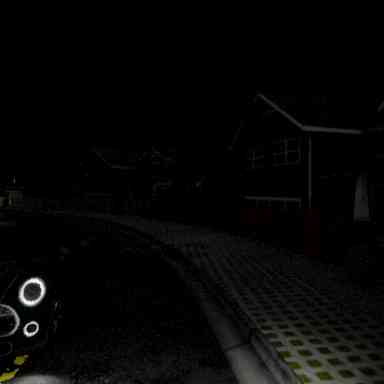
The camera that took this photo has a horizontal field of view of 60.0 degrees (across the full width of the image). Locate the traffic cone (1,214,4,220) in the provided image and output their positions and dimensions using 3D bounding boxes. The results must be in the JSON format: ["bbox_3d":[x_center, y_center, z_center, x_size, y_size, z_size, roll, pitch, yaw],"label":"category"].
[{"bbox_3d":[-13.962,1.906,24.536,0.340,0.580,0.340,0,0,-40],"label":"traffic cone"}]

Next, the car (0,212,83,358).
[{"bbox_3d":[-3.329,1.349,6.184,2.097,1.767,4.553,0,0,-12],"label":"car"}]
